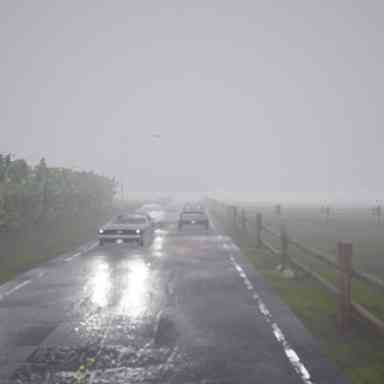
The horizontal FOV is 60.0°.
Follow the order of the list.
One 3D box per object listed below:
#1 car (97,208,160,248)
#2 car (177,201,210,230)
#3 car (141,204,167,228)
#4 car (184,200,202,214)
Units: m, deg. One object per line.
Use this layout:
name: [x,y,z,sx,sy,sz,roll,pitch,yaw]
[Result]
car: [-2.797,1.612,15.084,1.895,1.301,4.718,0,0,0]
car: [0.089,1.508,21.260,2.128,1.511,4.902,0,0,0]
car: [-2.739,1.570,22.656,1.812,1.442,4.674,0,0,0]
car: [0.103,1.629,37.386,1.895,1.301,4.718,0,0,0]
